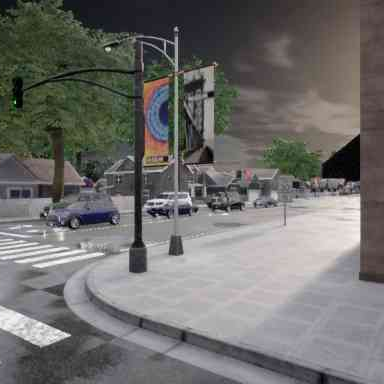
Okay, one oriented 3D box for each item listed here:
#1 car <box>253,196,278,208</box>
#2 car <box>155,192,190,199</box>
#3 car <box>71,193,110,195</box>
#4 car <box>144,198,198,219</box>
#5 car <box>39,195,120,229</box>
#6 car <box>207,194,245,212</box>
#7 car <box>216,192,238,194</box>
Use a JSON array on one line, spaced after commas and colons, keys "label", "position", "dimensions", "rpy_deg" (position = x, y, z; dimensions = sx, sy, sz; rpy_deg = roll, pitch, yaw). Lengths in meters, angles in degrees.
[{"label": "car", "position": [9.743, 1.248, 43.806], "dimensions": [2.128, 1.511, 4.902], "rpy_deg": [0, 0, 36]}, {"label": "car", "position": [-2.216, 1.063, 32.708], "dimensions": [2.150, 2.045, 5.566], "rpy_deg": [0, 0, 35]}, {"label": "car", "position": [-8.207, 1.120, 24.397], "dimensions": [2.150, 2.045, 5.566], "rpy_deg": [0, 0, 34]}, {"label": "car", "position": [-1.504, 1.462, 28.139], "dimensions": [1.895, 1.301, 4.718], "rpy_deg": [0, 0, 36]}, {"label": "car", "position": [-6.729, 1.264, 20.821], "dimensions": [2.097, 1.767, 4.553], "rpy_deg": [0, 0, 35]}, {"label": "car", "position": [3.946, 1.287, 35.742], "dimensions": [1.882, 1.535, 5.008], "rpy_deg": [0, 0, 35]}, {"label": "car", "position": [4.038, 1.005, 41.438], "dimensions": [2.150, 2.045, 5.566], "rpy_deg": [0, 0, 35]}]
